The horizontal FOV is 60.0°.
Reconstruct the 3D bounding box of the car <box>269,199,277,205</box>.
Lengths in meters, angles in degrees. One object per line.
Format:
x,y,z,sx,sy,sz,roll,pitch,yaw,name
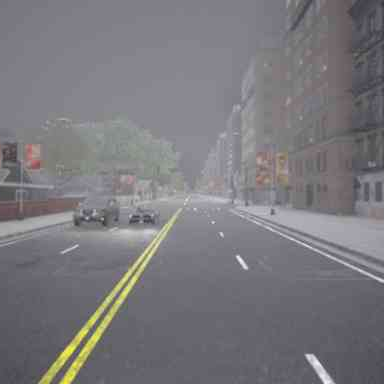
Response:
16.365,1.750,61.429,4.313,1.339,1.947,0,0,0,car

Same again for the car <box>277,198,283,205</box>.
16.372,1.696,53.404,4.206,1.307,1.802,0,0,0,car

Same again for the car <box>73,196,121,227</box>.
-6.605,1.290,23.724,2.150,2.045,5.566,0,0,0,car

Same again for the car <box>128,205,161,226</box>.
-3.355,1.671,24.233,1.895,1.301,4.718,0,0,0,car
